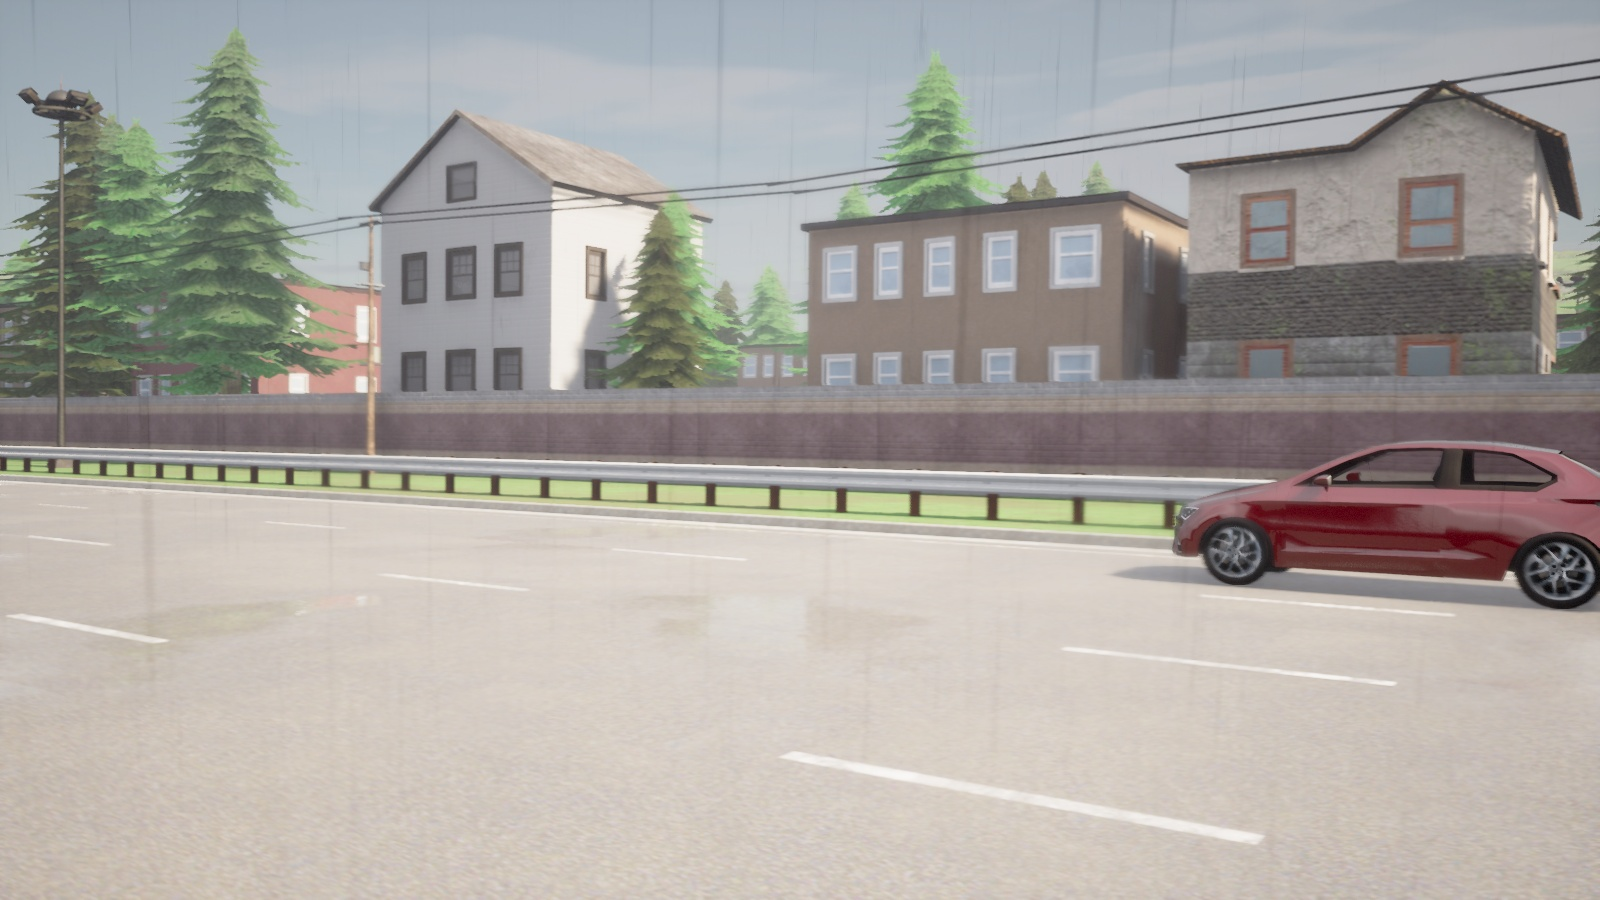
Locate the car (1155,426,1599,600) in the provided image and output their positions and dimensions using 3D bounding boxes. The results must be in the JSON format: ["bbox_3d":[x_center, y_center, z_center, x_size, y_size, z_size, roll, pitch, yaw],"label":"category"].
[{"bbox_3d":[5.858,0.524,12.337,4.193,1.474,1.816,0,1,34],"label":"car"}]
